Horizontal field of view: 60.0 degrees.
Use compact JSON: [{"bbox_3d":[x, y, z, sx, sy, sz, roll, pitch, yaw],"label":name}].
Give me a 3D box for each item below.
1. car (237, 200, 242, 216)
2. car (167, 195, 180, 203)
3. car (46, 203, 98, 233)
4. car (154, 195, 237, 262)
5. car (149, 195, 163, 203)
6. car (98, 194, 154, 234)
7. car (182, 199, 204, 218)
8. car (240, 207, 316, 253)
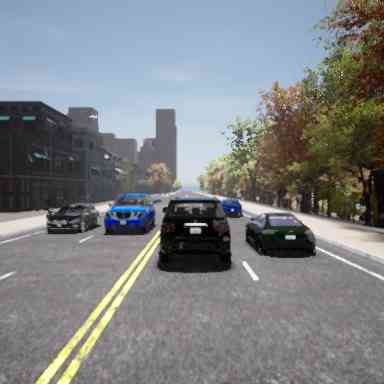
[{"bbox_3d":[3.345,1.319,29.902,1.882,1.535,5.008,0,0,0],"label":"car"},{"bbox_3d":[-3.283,1.223,61.100,2.033,1.411,5.357,0,0,1],"label":"car"},{"bbox_3d":[-6.603,1.404,18.975,1.837,1.490,4.892,0,0,0],"label":"car"},{"bbox_3d":[0.097,1.158,11.928,2.150,2.045,5.566,0,0,0],"label":"car"},{"bbox_3d":[-6.533,1.223,61.099,2.033,1.411,5.357,0,0,1],"label":"car"},{"bbox_3d":[-3.354,1.121,18.949,2.150,2.045,5.566,0,0,0],"label":"car"},{"bbox_3d":[0.095,1.370,29.358,1.812,1.442,4.674,0,0,0],"label":"car"},{"bbox_3d":[3.346,1.494,13.294,1.994,1.385,4.181,0,0,0],"label":"car"}]
